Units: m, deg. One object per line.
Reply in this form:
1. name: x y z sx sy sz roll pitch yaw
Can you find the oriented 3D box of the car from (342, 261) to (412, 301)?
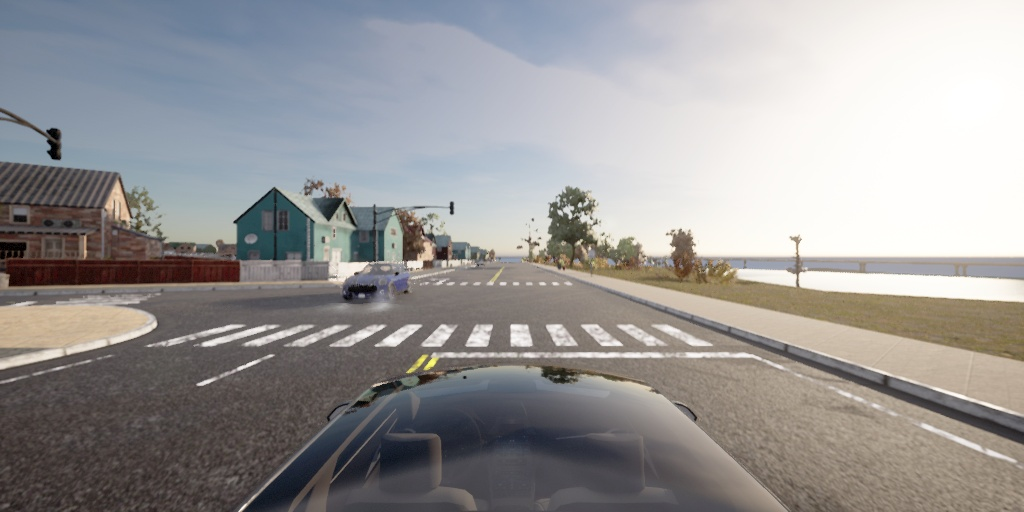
1. car: -6.524 1.136 17.805 2.097 1.767 4.553 1 0 0
